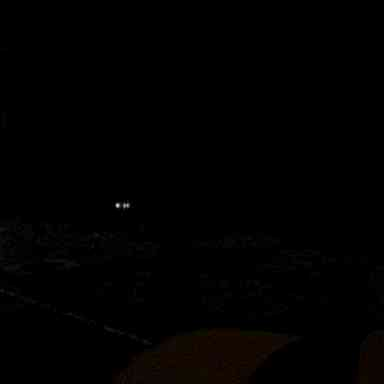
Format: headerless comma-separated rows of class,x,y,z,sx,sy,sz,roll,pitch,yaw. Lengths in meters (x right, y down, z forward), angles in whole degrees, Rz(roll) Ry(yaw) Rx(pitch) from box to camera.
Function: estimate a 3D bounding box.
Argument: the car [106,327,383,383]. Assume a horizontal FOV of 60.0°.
car,1.439,1.525,2.056,4.829,1.417,1.752,0,0,36
